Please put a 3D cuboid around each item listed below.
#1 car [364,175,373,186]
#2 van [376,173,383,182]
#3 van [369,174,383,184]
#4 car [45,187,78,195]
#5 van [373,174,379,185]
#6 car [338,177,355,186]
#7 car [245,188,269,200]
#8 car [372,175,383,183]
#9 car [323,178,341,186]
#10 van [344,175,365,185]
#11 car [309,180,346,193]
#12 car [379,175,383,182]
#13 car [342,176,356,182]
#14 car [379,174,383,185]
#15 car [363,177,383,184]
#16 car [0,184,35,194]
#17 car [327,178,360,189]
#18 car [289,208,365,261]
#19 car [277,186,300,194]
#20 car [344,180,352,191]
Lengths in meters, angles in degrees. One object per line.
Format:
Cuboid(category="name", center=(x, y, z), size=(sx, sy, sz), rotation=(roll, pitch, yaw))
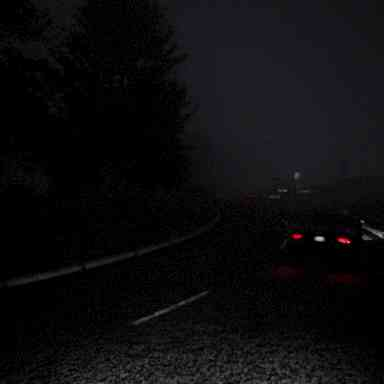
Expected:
Cuboid(category="car", center=(28.879, -1.692, 59.877), size=(5.566, 2.045, 2.435), rotation=(0, 4, 24))
Cuboid(category="van", center=(45.544, -3.327, 77.538), size=(4.442, 1.987, 1.878), rotation=(0, 4, 24))
Cuboid(category="van", center=(41.575, -2.914, 73.048), size=(4.442, 1.987, 1.878), rotation=(0, 4, 24))
Cuboid(category="car", center=(-19.827, -0.228, 50.682), size=(4.892, 1.490, 1.837), rotation=(2, -1, 6))
Cuboid(category="van", center=(32.985, -2.082, 64.321), size=(4.442, 1.987, 1.878), rotation=(0, 4, 24))
Cuboid(category="car", center=(33.420, -2.301, 71.895), size=(1.882, 1.535, 5.008), rotation=(1, 4, 44))
Cuboid(category="car", center=(8.677, 0.226, 44.051), size=(1.882, 1.535, 5.008), rotation=(1, 3, 31))
Cuboid(category="car", center=(43.536, -3.021, 75.315), size=(4.553, 1.767, 2.185), rotation=(0, 4, 24))
Cuboid(category="car", center=(31.351, -2.305, 74.437), size=(2.128, 1.511, 4.902), rotation=(1, 4, 44))
Cuboid(category="van", center=(26.923, -1.461, 57.626), size=(4.442, 1.987, 1.878), rotation=(0, 4, 24))
Cuboid(category="car", center=(20.538, -0.611, 51.084), size=(4.892, 1.521, 2.231), rotation=(0, 4, 24))
Cuboid(category="car", center=(47.928, -3.314, 79.643), size=(5.366, 1.575, 1.946), rotation=(0, 4, 24))
Cuboid(category="car", center=(38.863, -3.137, 82.340), size=(1.895, 1.301, 4.718), rotation=(1, 4, 44))
Cuboid(category="car", center=(37.307, -2.523, 68.675), size=(5.566, 2.045, 2.435), rotation=(0, 4, 24))
Cuboid(category="car", center=(39.376, -2.479, 70.904), size=(4.892, 1.521, 2.231), rotation=(0, 4, 24))
Cuboid(category="car", center=(-25.473, -0.388, 48.827), size=(4.892, 1.490, 1.837), rotation=(0, 0, 19))
Cuboid(category="car", center=(24.558, -1.029, 55.554), size=(5.366, 1.575, 1.946), rotation=(0, 4, 24))
Cuboid(category="car", center=(4.684, 1.273, 11.288), size=(2.033, 1.411, 5.357), rotation=(1, 2, 29))
Cuboid(category="car", center=(15.272, -0.355, 52.559), size=(1.895, 1.301, 4.718), rotation=(1, 4, 43))
Cuboid(category="car", center=(22.638, -0.779, 53.280), size=(4.674, 1.452, 2.002), rotation=(0, 4, 24))
